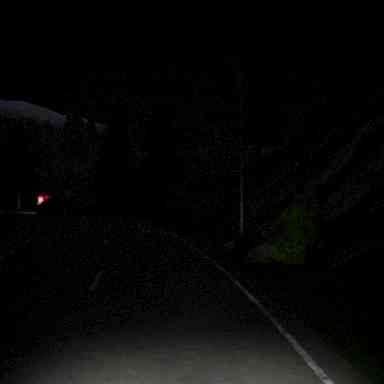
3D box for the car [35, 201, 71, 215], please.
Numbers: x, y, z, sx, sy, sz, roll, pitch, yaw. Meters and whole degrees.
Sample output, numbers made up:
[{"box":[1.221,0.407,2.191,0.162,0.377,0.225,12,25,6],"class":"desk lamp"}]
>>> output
[{"box":[-15.256,1.682,36.399,4.902,1.511,2.128,0,0,37],"class":"car"}]
